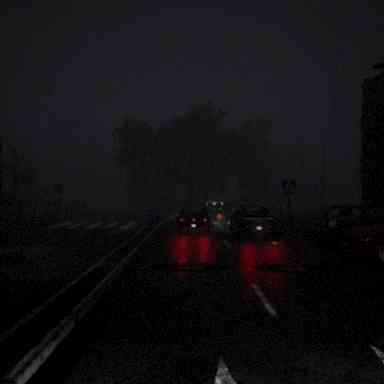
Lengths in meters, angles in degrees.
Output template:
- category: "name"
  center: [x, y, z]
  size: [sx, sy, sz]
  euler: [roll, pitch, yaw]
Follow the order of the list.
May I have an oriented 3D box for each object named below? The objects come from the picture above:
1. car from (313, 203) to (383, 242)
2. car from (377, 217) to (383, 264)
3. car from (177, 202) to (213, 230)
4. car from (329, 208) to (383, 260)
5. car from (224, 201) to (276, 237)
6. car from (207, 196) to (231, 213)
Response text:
- category: "car"
  center: [7.606, 1.325, 13.934]
  size: [4.553, 1.767, 2.185]
  euler: [0, 0, 0]
- category: "car"
  center: [7.636, 1.509, 8.416]
  size: [4.674, 1.452, 2.002]
  euler: [0, 0, 0]
- category: "car"
  center: [0.172, 1.540, 20.420]
  size: [1.895, 1.301, 4.718]
  euler: [0, 0, 2]
- category: "car"
  center: [7.643, 1.462, 11.172]
  size: [5.008, 1.535, 2.097]
  euler: [0, 0, 0]
- category: "car"
  center: [3.120, 1.443, 17.769]
  size: [2.128, 1.511, 4.902]
  euler: [0, 0, 0]
- category: "car"
  center: [2.895, 1.200, 35.055]
  size: [2.097, 1.767, 4.553]
  euler: [0, 1, 18]
